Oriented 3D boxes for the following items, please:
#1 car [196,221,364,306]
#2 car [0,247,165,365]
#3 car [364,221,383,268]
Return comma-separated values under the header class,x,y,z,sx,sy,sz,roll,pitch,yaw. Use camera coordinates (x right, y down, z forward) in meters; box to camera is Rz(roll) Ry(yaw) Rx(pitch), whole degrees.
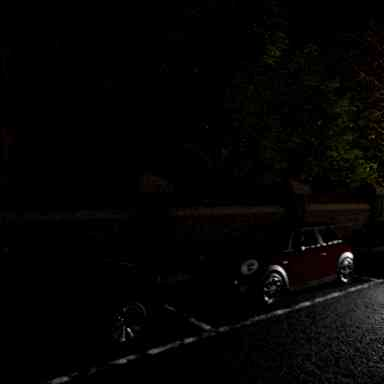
class,x,y,z,sx,sy,sz,roll,pitch,yaw
car,2.057,1.475,8.039,4.097,1.590,1.967,0,0,-36
car,-2.447,1.569,4.814,4.313,1.339,1.947,0,0,-36
car,6.559,1.648,11.264,4.206,1.307,1.802,0,0,-36
